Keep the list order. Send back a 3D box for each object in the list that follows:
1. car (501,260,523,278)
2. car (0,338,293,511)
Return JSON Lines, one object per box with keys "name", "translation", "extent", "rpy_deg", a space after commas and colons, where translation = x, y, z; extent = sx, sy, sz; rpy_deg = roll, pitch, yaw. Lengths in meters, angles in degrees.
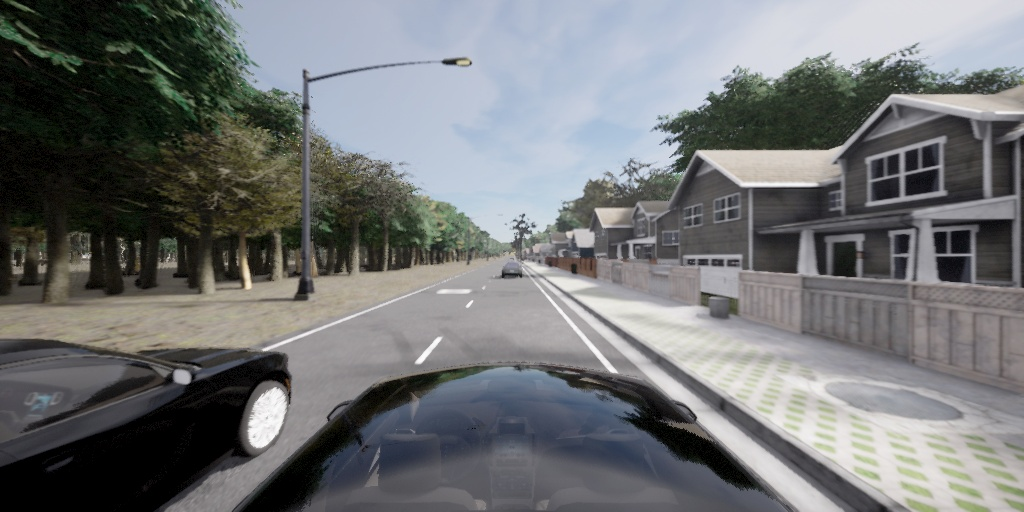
{"name": "car", "translation": [0.010, 1.306, 33.934], "extent": [1.994, 1.385, 4.181], "rpy_deg": [0, 0, 0]}
{"name": "car", "translation": [-3.400, 1.227, 2.033], "extent": [1.882, 1.535, 5.008], "rpy_deg": [0, 0, 0]}
